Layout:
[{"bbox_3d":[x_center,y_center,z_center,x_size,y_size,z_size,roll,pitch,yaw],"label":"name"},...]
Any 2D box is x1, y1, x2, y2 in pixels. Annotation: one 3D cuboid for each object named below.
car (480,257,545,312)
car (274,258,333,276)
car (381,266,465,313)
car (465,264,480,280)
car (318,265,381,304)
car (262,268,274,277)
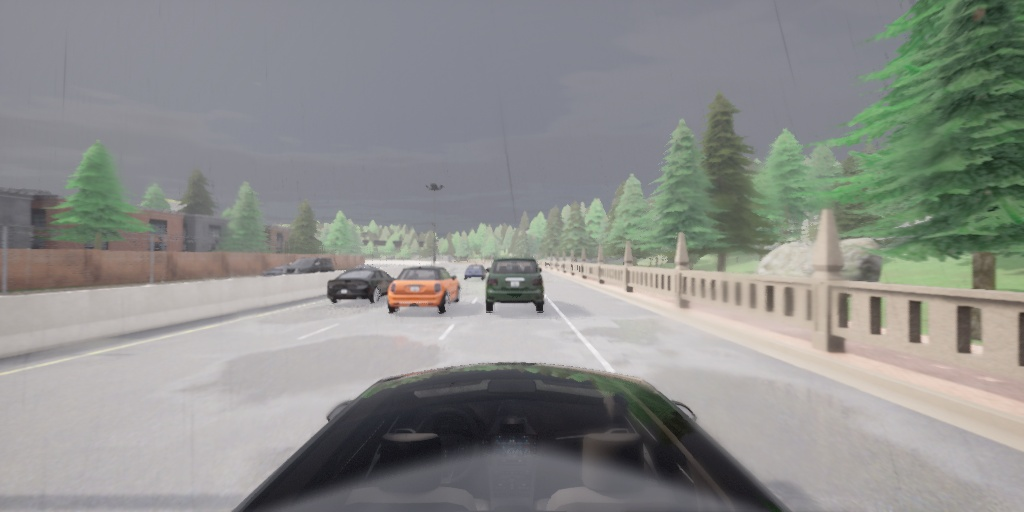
[{"bbox_3d":[0.102,1.054,14.809,2.150,2.045,5.566,0,0,0],"label":"car"},{"bbox_3d":[-17.591,1.157,31.171,2.150,2.045,5.566,0,0,0],"label":"car"},{"bbox_3d":[-3.397,1.184,14.663,2.097,1.767,4.553,0,0,0],"label":"car"},{"bbox_3d":[-3.394,1.502,34.020,2.033,1.411,5.357,0,0,0],"label":"car"},{"bbox_3d":[-6.897,1.326,17.203,1.882,1.535,5.008,0,0,0],"label":"car"},{"bbox_3d":[-21.085,1.516,33.376,1.994,1.385,4.181,0,0,0],"label":"car"}]
